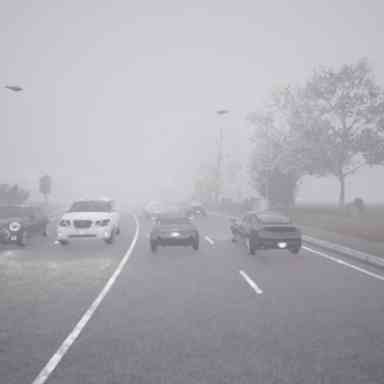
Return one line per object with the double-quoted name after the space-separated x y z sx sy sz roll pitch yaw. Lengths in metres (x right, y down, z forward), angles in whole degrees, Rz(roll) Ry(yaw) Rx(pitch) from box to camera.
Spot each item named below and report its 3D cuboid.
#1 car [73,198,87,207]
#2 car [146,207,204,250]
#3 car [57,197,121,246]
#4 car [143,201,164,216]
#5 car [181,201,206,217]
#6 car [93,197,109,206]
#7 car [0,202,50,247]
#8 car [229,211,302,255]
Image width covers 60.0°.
-18.572 1.705 54.991 1.895 1.301 4.718 0 0 -22 "car"
-0.834 1.589 14.632 1.994 1.385 4.181 0 0 -6 "car"
-4.662 1.256 15.889 2.150 2.045 5.566 0 0 -7 "car"
-3.590 1.583 31.561 1.812 1.442 4.674 0 0 -12 "car"
0.060 1.578 31.200 1.812 1.442 4.674 0 0 -12 "car"
-15.628 1.600 57.005 2.128 1.511 4.902 0 0 -23 "car"
-8.127 1.391 15.154 2.097 1.767 4.553 0 0 -7 "car"
2.794 1.521 13.517 1.837 1.490 4.892 0 0 -5 "car"
